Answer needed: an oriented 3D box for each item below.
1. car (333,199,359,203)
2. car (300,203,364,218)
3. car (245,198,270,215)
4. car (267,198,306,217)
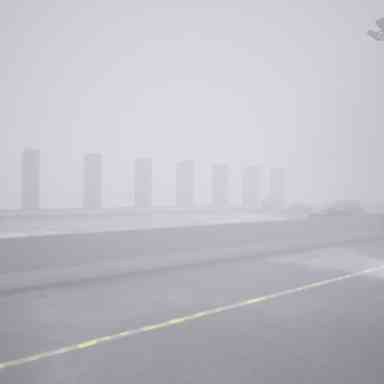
[{"bbox_3d":[14.303,1.489,31.505,4.553,1.767,2.097,0,0,-37],"label":"car"},{"bbox_3d":[10.272,1.703,24.198,4.718,1.301,1.895,0,0,-36],"label":"car"},{"bbox_3d":[7.778,1.462,35.390,4.553,1.767,2.097,0,0,-36],"label":"car"},{"bbox_3d":[9.909,1.642,32.612,4.674,1.442,1.812,1,0,-36],"label":"car"}]
